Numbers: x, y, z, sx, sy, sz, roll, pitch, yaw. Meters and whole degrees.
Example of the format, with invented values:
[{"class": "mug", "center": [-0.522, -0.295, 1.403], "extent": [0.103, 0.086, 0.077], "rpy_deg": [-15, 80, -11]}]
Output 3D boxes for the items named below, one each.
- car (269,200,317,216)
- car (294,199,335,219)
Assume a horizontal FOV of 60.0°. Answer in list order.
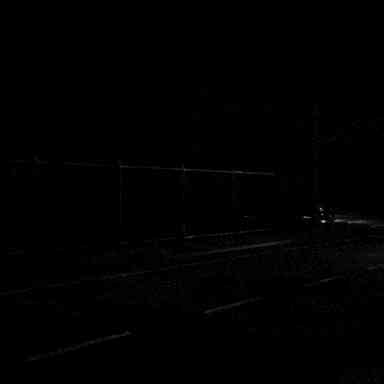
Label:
[{"class": "car", "center": [10.462, 1.581, 34.835], "extent": [1.812, 1.442, 4.674], "rpy_deg": [0, 0, -36]}, {"class": "car", "center": [10.124, 1.407, 29.150], "extent": [2.097, 1.767, 4.553], "rpy_deg": [0, 0, -34]}]
